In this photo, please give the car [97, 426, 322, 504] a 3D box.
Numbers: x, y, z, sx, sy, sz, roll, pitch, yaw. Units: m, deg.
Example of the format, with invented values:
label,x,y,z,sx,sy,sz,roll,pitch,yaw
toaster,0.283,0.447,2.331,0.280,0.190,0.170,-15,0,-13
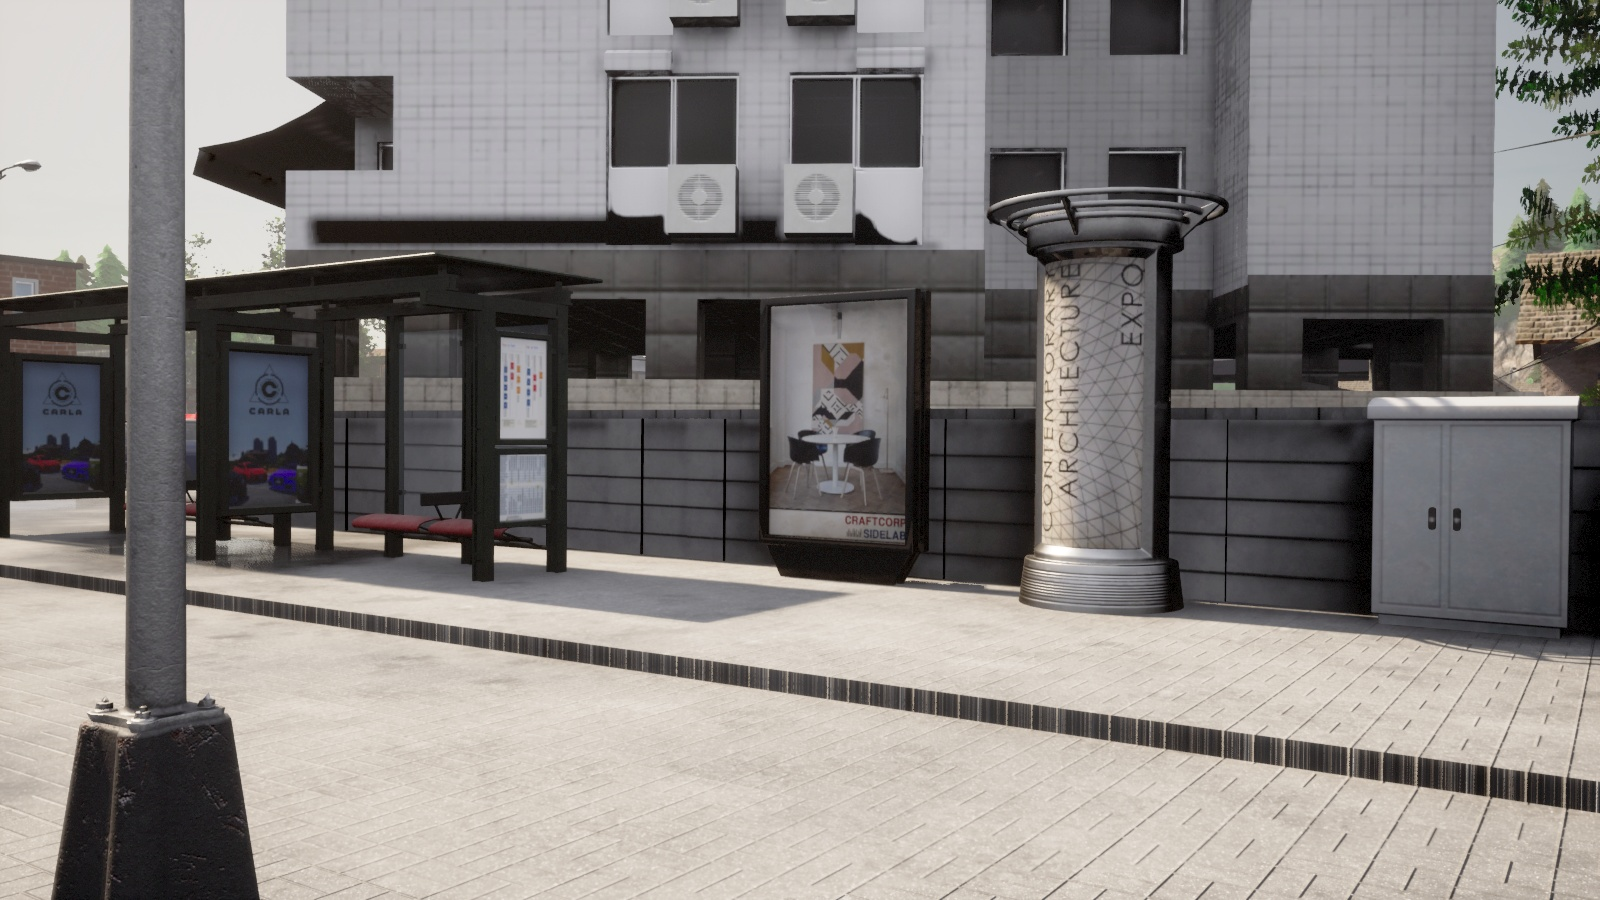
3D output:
label,x,y,z,sx,sy,sz,roll,pitch,yaw
car,-14.398,0.299,30.857,2.097,1.767,4.553,0,1,34
